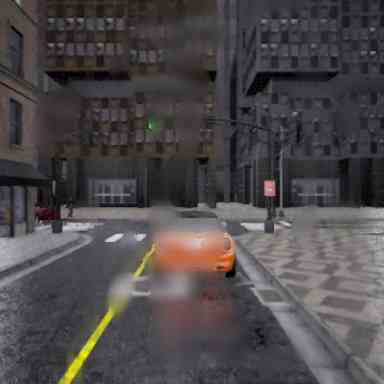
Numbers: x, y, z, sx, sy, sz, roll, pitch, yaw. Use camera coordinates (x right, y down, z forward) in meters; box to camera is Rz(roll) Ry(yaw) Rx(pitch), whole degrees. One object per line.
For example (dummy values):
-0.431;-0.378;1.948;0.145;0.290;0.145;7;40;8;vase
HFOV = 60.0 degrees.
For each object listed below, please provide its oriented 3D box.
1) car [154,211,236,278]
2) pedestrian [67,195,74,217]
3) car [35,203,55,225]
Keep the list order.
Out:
0.045;1.351;10.314;2.097;1.767;4.553;0;0;-1;car
-9.894;1.149;27.108;0.375;1.860;0.375;0;0;1;pedestrian
-12.178;1.488;23.784;5.008;1.535;1.882;0;0;4;car
